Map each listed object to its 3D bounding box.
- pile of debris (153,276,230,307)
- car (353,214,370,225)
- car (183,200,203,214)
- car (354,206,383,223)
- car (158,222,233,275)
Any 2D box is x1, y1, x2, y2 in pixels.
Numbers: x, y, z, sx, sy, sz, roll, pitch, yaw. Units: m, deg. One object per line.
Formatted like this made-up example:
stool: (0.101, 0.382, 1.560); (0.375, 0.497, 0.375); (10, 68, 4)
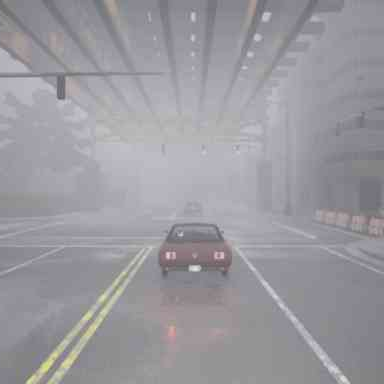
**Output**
pile of debris: (-0.002, 2.174, 7.420); (1.500, 0.140, 1.860); (0, 0, 0)
car: (13.583, 1.448, 22.350); (4.974, 1.542, 2.038); (0, 0, 25)
car: (0.092, 1.556, 35.381); (1.994, 1.385, 4.181); (0, 0, 0)
car: (13.630, 1.290, 22.329); (4.536, 1.218, 1.853); (0, 0, 25)
car: (0.081, 1.599, 10.439); (1.895, 1.301, 4.718); (0, 0, 0)
